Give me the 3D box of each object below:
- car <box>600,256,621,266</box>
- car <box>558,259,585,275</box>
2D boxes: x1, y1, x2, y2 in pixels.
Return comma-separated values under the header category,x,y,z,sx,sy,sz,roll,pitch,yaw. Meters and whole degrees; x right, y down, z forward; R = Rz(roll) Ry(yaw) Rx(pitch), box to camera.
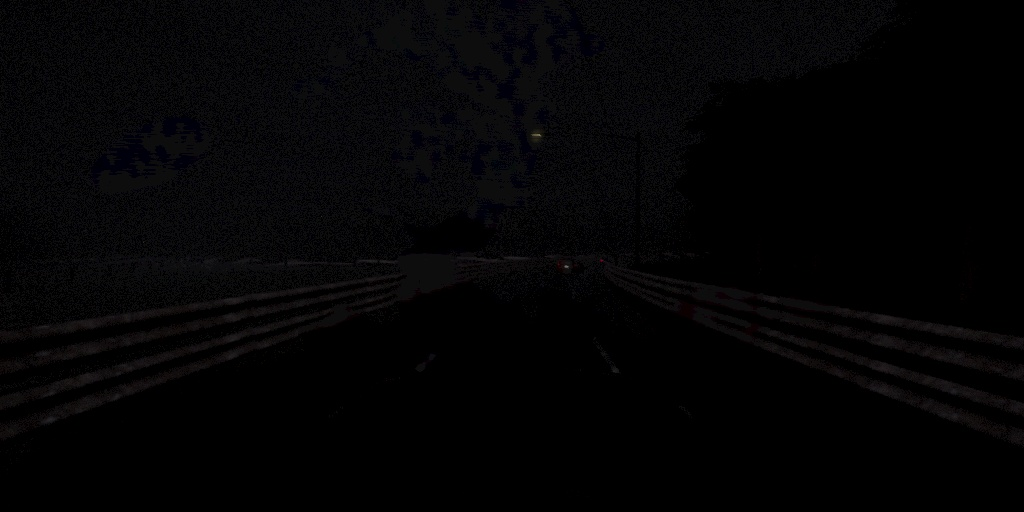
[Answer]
category,x,y,z,sx,sy,sz,roll,pitch,yaw
car,14.716,0.705,53.385,2.033,1.411,5.357,1,1,32
car,5.595,0.976,33.577,1.994,1.385,4.181,0,1,19
